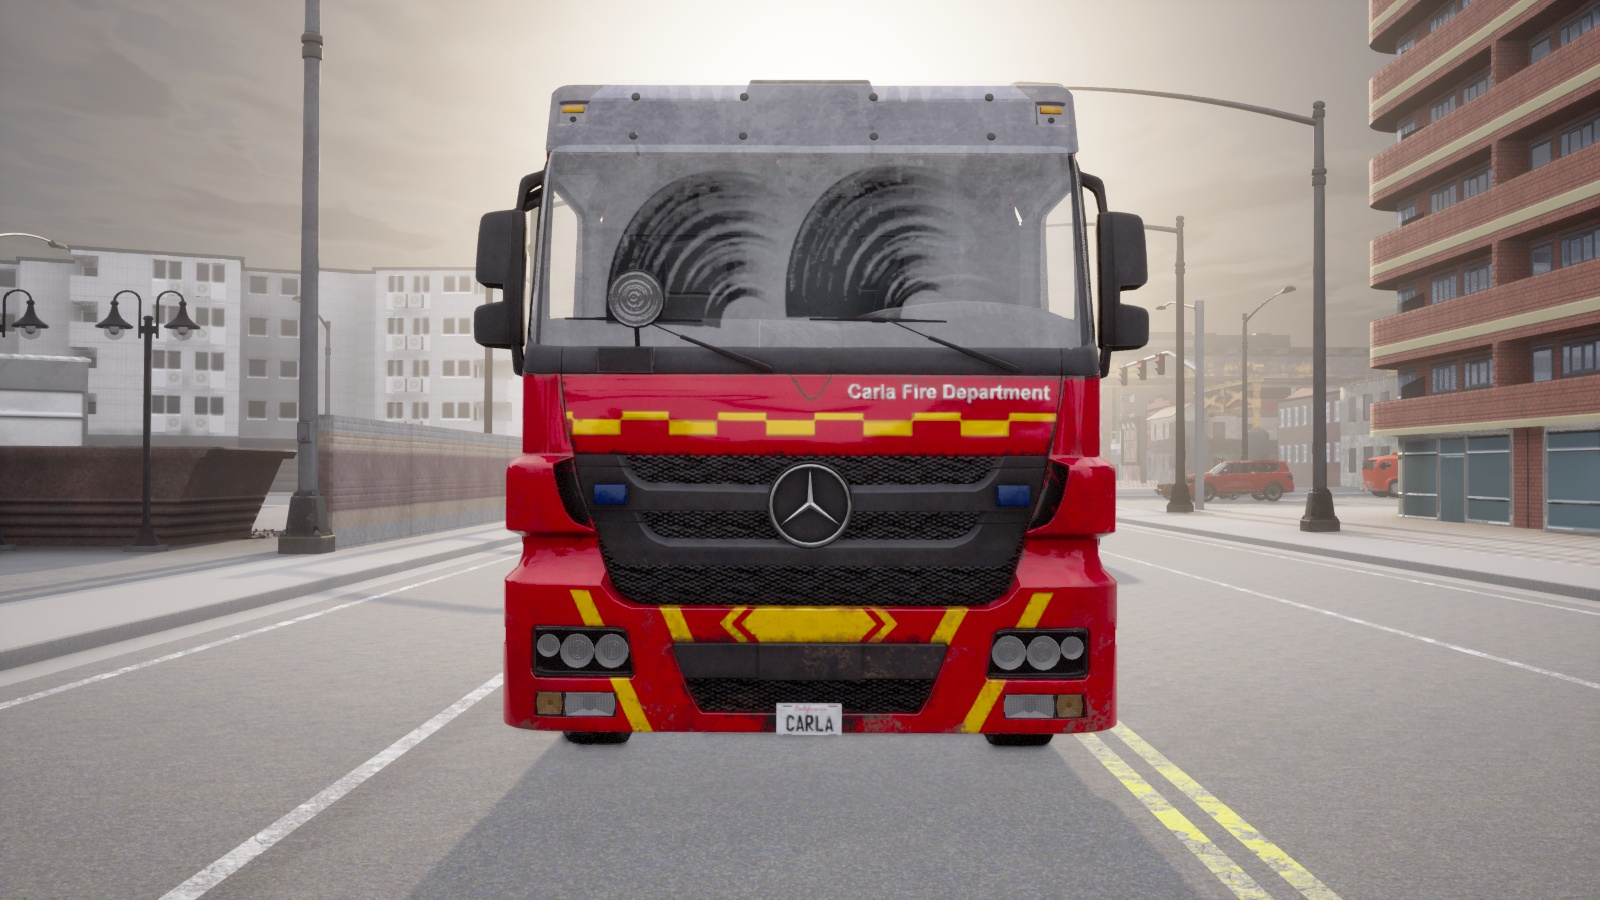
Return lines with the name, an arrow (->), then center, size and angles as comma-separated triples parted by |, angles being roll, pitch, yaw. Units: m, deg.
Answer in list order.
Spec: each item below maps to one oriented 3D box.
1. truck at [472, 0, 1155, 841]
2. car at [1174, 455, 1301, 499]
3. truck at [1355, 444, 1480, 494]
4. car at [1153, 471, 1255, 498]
truck -> 0.070, -0.190, 9.582 | 2.891, 3.827, 8.468 | 0, -1, 0
car -> 21.796, 1.356, 62.725 | 5.566, 2.045, 2.150 | -1, -1, 2
truck -> 32.366, 1.007, 65.972 | 5.204, 2.467, 2.627 | -1, -1, 1
car -> 21.271, 1.809, 66.245 | 4.718, 1.301, 1.895 | -1, -1, 1
